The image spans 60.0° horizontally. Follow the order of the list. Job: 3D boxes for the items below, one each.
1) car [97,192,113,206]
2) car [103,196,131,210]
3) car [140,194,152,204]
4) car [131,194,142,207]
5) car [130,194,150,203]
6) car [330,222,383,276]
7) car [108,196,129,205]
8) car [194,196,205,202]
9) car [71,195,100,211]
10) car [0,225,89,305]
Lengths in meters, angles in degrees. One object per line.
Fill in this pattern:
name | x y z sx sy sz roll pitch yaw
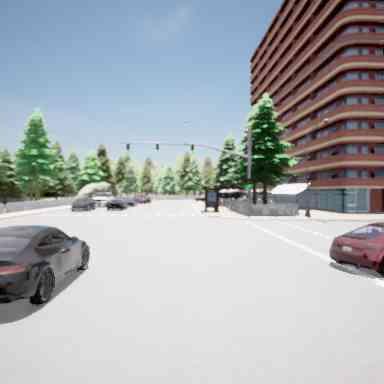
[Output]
car | -12.739 1.088 47.867 2.150 2.045 5.566 0 0 -2
car | -8.948 1.500 40.111 1.895 1.301 4.718 0 0 -2
car | -8.842 1.231 59.962 2.097 1.767 4.553 0 0 10
car | -9.272 1.434 49.747 2.033 1.411 5.357 0 0 -1
car | -10.518 1.213 67.653 2.097 1.767 4.553 0 0 17
car | 6.460 1.648 10.330 4.181 1.385 1.994 1 0 -18
car | -12.652 1.404 57.816 2.033 1.411 5.357 0 0 6
car | 2.744 1.529 77.550 1.895 1.301 4.718 0 0 41
car | -12.366 1.384 38.119 1.837 1.490 4.892 0 0 -2
car | -3.841 1.511 7.856 1.812 1.442 4.674 0 0 -2
